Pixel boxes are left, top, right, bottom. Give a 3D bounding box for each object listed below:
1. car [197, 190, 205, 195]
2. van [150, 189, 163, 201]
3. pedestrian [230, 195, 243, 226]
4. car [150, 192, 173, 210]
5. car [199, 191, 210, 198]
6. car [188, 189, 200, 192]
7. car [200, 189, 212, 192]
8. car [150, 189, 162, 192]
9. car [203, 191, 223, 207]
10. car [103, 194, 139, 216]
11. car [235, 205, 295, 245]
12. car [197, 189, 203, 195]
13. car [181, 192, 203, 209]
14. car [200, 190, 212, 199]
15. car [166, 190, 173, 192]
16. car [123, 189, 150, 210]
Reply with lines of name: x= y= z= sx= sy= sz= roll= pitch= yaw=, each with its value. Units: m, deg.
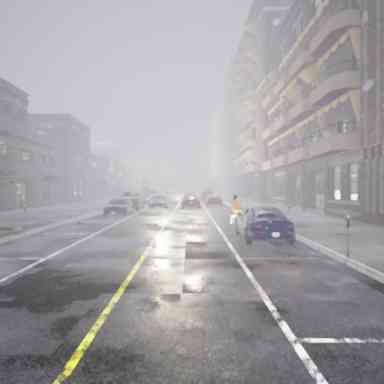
car: x=2.321 y=0.062 z=89.271 sx=2.008 sy=1.369 sz=4.403 roll=1 pitch=1 yaw=0
van: x=-5.879 y=0.417 z=55.057 sx=1.690 sy=1.788 sz=3.998 roll=1 pitch=1 yaw=0
pedestrian: x=2.255 y=1.007 z=16.833 sx=0.375 sy=1.860 sz=0.375 roll=1 pitch=0 yaw=0
car: x=-3.239 y=0.981 z=33.601 sx=2.033 sy=1.411 sz=5.357 roll=0 pitch=1 yaw=0
car: x=2.418 y=0.451 z=66.529 sx=1.947 sy=1.339 sz=4.313 roll=1 pitch=1 yaw=0
car: x=-0.203 y=0.641 z=49.709 sx=1.882 sy=1.535 sz=5.008 roll=0 pitch=1 yaw=0
car: x=2.471 y=0.388 z=55.152 sx=2.192 sy=1.841 sz=5.009 roll=1 pitch=1 yaw=0
car: x=-5.871 y=0.486 z=49.371 sx=2.192 sy=1.841 sz=5.009 roll=1 pitch=1 yaw=0
car: x=2.540 y=0.902 z=38.099 sx=1.887 sy=1.381 sz=4.507 roll=1 pitch=1 yaw=0
car: x=-5.791 y=1.116 z=26.631 sx=1.947 sy=1.339 sz=4.313 roll=1 pitch=1 yaw=0
car: x=2.939 y=1.287 z=13.987 sx=1.812 sy=1.442 sz=4.674 roll=0 pitch=1 yaw=0
car: x=2.296 y=-0.058 z=95.126 sx=1.752 sy=1.417 sz=4.829 roll=1 pitch=1 yaw=0
car: x=-0.099 y=0.978 z=34.704 sx=1.994 sy=1.385 sz=4.181 roll=0 pitch=1 yaw=1
car: x=2.444 y=0.419 z=60.840 sx=1.967 sy=1.590 sz=4.097 roll=1 pitch=1 yaw=0
car: x=-6.025 y=0.043 z=89.007 sx=1.752 sy=1.417 sz=4.829 roll=1 pitch=1 yaw=0
car: x=-5.811 y=0.770 z=32.313 sx=2.192 sy=1.841 sz=5.009 roll=1 pitch=1 yaw=0
